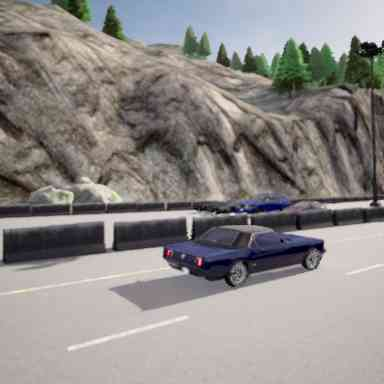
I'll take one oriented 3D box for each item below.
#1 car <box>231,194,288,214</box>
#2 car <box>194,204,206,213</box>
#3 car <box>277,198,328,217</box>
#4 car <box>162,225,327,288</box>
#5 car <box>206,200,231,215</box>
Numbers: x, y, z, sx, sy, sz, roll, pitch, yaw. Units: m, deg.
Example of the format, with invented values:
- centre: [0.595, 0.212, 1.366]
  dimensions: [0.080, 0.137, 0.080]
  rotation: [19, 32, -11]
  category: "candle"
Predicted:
- centre: [6.527, 1.180, 30.059]
  dimensions: [5.566, 2.045, 2.150]
  rotation: [0, 0, -35]
  category: "car"
- centre: [2.507, 1.558, 35.789]
  dimensions: [4.718, 1.301, 1.895]
  rotation: [0, 0, -35]
  category: "car"
- centre: [9.604, 1.481, 27.943]
  dimensions: [4.674, 1.442, 1.812]
  rotation: [0, 0, -36]
  category: "car"
- centre: [1.654, 1.588, 9.230]
  dimensions: [4.718, 1.301, 1.895]
  rotation: [0, 0, -36]
  category: "car"
- centre: [4.366, 1.503, 32.815]
  dimensions: [5.357, 1.411, 2.033]
  rotation: [0, 0, -35]
  category: "car"
